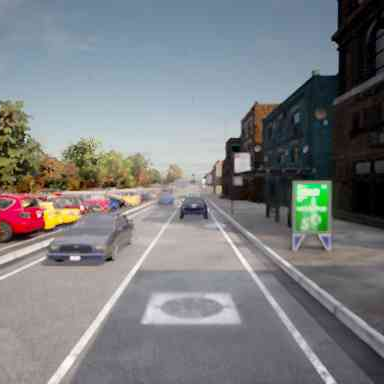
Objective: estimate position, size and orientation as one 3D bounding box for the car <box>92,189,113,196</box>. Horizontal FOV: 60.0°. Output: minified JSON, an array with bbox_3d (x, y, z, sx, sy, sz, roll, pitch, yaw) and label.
[{"bbox_3d":[-22.124,0.183,81.958,4.553,1.767,2.185,0,1,1],"label":"car"}]

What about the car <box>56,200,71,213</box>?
[{"bbox_3d":[-9.576,1.362,17.964,5.008,1.535,2.097,0,1,1],"label":"car"}]

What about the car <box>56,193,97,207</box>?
[{"bbox_3d":[-9.501,1.155,23.402,4.553,1.767,2.185,0,1,1],"label":"car"}]

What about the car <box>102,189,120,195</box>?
[{"bbox_3d":[-21.987,0.035,90.437,4.553,1.767,2.185,0,1,1],"label":"car"}]

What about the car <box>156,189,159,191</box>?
[{"bbox_3d":[-9.371,0.648,62.492,5.366,1.575,1.946,0,1,1],"label":"car"}]

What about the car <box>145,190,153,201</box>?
[{"bbox_3d":[-9.262,0.833,54.143,4.674,1.452,2.002,0,1,1],"label":"car"}]

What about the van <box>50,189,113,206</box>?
[{"bbox_3d":[-9.599,0.968,29.093,4.442,1.987,1.878,0,1,1],"label":"van"}]

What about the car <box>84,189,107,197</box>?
[{"bbox_3d":[-22.110,0.279,76.514,4.553,1.767,2.185,0,1,1],"label":"car"}]

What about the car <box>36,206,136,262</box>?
[{"bbox_3d":[-3.314,1.467,12.121,2.033,1.411,5.357,0,1,0],"label":"car"}]

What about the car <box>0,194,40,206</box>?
[{"bbox_3d":[-22.441,1.012,43.103,4.674,1.452,2.002,0,1,1],"label":"car"}]

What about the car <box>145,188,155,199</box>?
[{"bbox_3d":[-9.204,0.621,56.922,4.553,1.767,2.185,0,1,1],"label":"car"}]

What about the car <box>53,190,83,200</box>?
[{"bbox_3d":[-22.321,0.569,59.808,4.553,1.767,2.185,0,1,1],"label":"car"}]

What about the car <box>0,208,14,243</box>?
[{"bbox_3d":[-9.628,1.486,12.399,4.674,1.452,2.002,0,1,1],"label":"car"}]

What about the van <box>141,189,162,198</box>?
[{"bbox_3d":[-8.971,0.234,73.492,4.442,1.987,1.878,0,1,1],"label":"van"}]

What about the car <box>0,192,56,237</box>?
[{"bbox_3d":[-9.634,1.153,15.178,5.566,2.045,2.435,0,1,1],"label":"car"}]

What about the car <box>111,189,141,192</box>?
[{"bbox_3d":[-9.327,0.850,43.008,4.553,1.767,2.185,0,1,1],"label":"car"}]

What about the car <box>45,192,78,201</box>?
[{"bbox_3d":[-22.321,0.744,57.025,4.892,1.521,2.231,0,1,1],"label":"car"}]

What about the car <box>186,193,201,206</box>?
[{"bbox_3d":[0.210,0.943,44.259,1.837,1.490,4.892,0,1,0],"label":"car"}]

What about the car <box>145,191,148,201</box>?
[{"bbox_3d":[-9.280,0.915,48.577,4.792,1.488,2.163,0,1,1],"label":"car"}]

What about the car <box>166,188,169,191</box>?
[{"bbox_3d":[-9.017,0.292,84.753,4.792,1.488,2.163,0,1,1],"label":"car"}]

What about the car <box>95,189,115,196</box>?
[{"bbox_3d":[-22.099,0.134,84.743,4.553,1.767,2.185,0,1,1],"label":"car"}]

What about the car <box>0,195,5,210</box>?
[{"bbox_3d":[-22.541,1.134,34.748,4.792,1.488,2.163,0,1,1],"label":"car"}]

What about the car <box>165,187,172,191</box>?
[{"bbox_3d":[-8.778,0.210,87.533,5.366,1.575,1.946,0,1,1],"label":"car"}]

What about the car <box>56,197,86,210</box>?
[{"bbox_3d":[-9.742,1.318,20.748,5.366,1.575,1.946,0,1,1],"label":"car"}]

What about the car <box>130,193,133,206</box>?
[{"bbox_3d":[-9.411,1.105,37.446,4.674,1.452,2.002,0,1,1],"label":"car"}]

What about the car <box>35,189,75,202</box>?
[{"bbox_3d":[-22.311,0.538,54.237,5.566,2.045,2.435,0,1,0],"label":"car"}]

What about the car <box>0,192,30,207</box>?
[{"bbox_3d":[-22.432,0.891,40.316,4.553,1.767,2.185,0,1,1],"label":"car"}]

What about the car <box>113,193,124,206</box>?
[{"bbox_3d":[-9.463,1.151,31.879,5.008,1.535,2.097,0,1,1],"label":"car"}]

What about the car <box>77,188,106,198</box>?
[{"bbox_3d":[-22.195,0.204,73.603,5.566,2.045,2.435,0,1,1],"label":"car"}]

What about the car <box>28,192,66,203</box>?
[{"bbox_3d":[-22.369,0.835,51.455,5.008,1.535,2.097,0,1,1],"label":"car"}]

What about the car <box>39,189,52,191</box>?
[{"bbox_3d":[-22.357,0.756,48.668,4.553,1.767,2.185,0,1,1],"label":"car"}]

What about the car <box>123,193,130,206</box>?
[{"bbox_3d":[-9.427,1.108,34.661,5.008,1.535,2.097,0,1,1],"label":"car"}]

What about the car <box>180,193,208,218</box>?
[{"bbox_3d":[0.145,1.064,26.634,2.097,1.767,4.553,0,1,0],"label":"car"}]

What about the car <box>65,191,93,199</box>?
[{"bbox_3d":[-22.210,0.629,65.378,4.792,1.488,2.163,0,1,1],"label":"car"}]

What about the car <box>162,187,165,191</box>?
[{"bbox_3d":[-9.083,0.255,70.834,5.566,2.045,2.435,0,1,1],"label":"car"}]

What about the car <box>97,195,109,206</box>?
[{"bbox_3d":[-9.513,1.238,26.312,4.892,1.521,2.231,0,1,1],"label":"car"}]

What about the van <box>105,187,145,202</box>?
[{"bbox_3d":[-9.217,0.707,45.726,4.442,1.987,1.878,0,1,0],"label":"van"}]

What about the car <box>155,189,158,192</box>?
[{"bbox_3d":[-9.216,0.700,59.708,4.892,1.521,2.231,0,1,1],"label":"car"}]

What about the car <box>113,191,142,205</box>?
[{"bbox_3d":[-9.198,1.018,40.226,5.366,1.575,1.946,0,1,1],"label":"car"}]

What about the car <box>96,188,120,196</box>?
[{"bbox_3d":[-22.071,-0.042,87.650,5.566,2.045,2.435,0,1,1],"label":"car"}]

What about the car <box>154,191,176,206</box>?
[{"bbox_3d":[-3.243,0.955,41.854,1.882,1.535,5.008,0,1,0],"label":"car"}]
